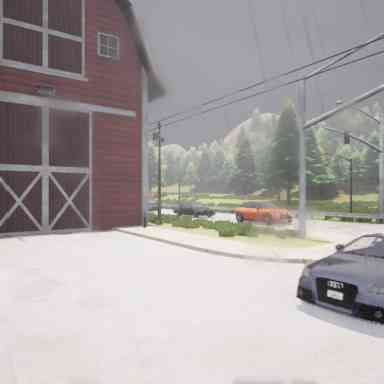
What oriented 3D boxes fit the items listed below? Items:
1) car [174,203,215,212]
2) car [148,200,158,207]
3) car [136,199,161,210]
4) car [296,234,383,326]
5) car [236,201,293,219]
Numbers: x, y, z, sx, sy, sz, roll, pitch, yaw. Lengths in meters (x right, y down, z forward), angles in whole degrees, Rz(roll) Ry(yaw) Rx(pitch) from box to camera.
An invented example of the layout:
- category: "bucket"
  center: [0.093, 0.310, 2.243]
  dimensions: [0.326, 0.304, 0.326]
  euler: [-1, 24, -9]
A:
- category: "car"
  center: [0.099, 1.772, 33.473]
  dimensions: [2.033, 1.411, 5.357]
  euler: [0, 0, -34]
- category: "car"
  center: [-5.517, 1.842, 41.692]
  dimensions: [1.994, 1.385, 4.181]
  euler: [0, 0, -35]
- category: "car"
  center: [-6.558, 1.850, 49.597]
  dimensions: [1.812, 1.442, 4.674]
  euler: [0, 0, -34]
- category: "car"
  center: [4.096, 1.602, 6.900]
  dimensions: [4.181, 1.385, 1.994]
  euler: [0, 0, -35]
- category: "car"
  center: [5.473, 1.526, 25.612]
  dimensions: [2.097, 1.767, 4.553]
  euler: [0, 0, -34]
